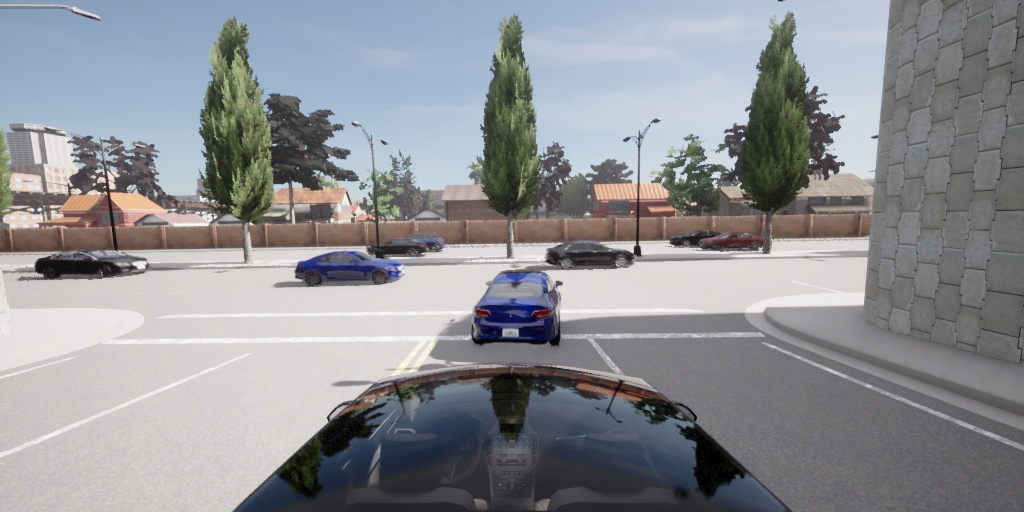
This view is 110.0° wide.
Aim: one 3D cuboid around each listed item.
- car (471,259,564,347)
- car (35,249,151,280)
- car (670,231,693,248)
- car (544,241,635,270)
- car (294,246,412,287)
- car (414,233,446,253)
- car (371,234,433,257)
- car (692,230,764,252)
[{"bbox_3d":[0.254,1.068,8.780,1.812,1.442,4.674,0,4,7],"label":"car"},{"bbox_3d":[-22.683,0.386,19.495,4.902,1.511,2.128,-1,6,-1],"label":"car"},{"bbox_3d":[16.564,-1.550,31.597,5.008,1.535,1.882,-1,6,-1],"label":"car"},{"bbox_3d":[4.254,-0.092,19.819,4.892,1.490,1.837,-1,6,-1],"label":"car"},{"bbox_3d":[-7.266,0.491,16.202,4.674,1.442,1.812,-1,6,-1],"label":"car"},{"bbox_3d":[-8.169,-1.229,31.290,4.553,1.767,2.097,-1,6,-1],"label":"car"},{"bbox_3d":[-8.863,-0.681,27.819,4.674,1.442,1.812,-1,6,-1],"label":"car"},{"bbox_3d":[17.155,-1.148,28.114,4.674,1.442,1.812,-1,6,-1],"label":"car"}]
